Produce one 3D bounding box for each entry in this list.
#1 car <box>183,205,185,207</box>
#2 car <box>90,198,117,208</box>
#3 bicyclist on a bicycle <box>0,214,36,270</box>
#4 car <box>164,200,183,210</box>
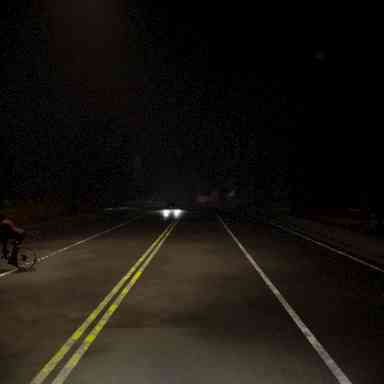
[{"bbox_3d":[-2.256,3.031,62.453,2.033,1.411,5.357,0,-9,2],"label":"car"},{"bbox_3d":[-12.899,1.526,46.810,4.674,1.442,1.812,0,0,0],"label":"car"},{"bbox_3d":[-5.272,1.455,9.486,1.656,1.620,0.582,-2,0,1],"label":"bicyclist on a bicycle"},{"bbox_3d":[-2.669,1.716,45.436,1.895,1.301,4.718,0,-1,1],"label":"car"}]
